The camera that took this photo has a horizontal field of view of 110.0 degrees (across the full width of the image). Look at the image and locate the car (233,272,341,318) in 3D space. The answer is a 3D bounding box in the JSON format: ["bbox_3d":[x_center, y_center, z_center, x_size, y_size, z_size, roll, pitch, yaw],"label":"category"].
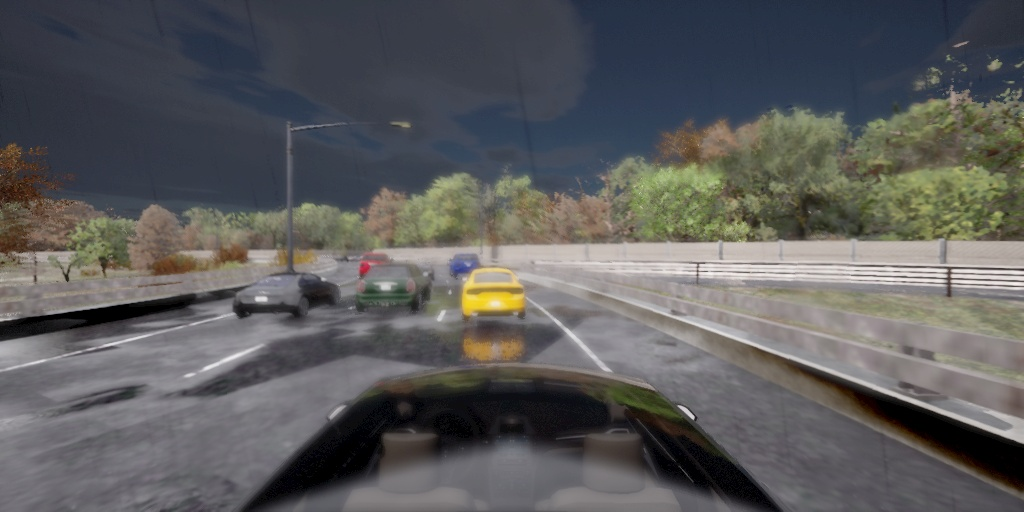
[{"bbox_3d":[-7.756,1.268,12.807,1.994,1.385,4.181,0,0,-6],"label":"car"}]

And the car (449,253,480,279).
[{"bbox_3d":[-4.044,0.811,30.436,2.150,2.045,5.566,0,0,-15],"label":"car"}]

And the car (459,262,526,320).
[{"bbox_3d":[-0.703,1.166,12.432,1.882,1.535,5.008,0,0,-6],"label":"car"}]

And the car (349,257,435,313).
[{"bbox_3d":[-4.383,1.042,13.920,2.097,1.767,4.553,0,0,-6],"label":"car"}]

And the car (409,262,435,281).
[{"bbox_3d":[-7.332,1.207,29.122,1.895,1.301,4.718,0,0,-15],"label":"car"}]

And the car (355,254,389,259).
[{"bbox_3d":[-10.947,0.836,29.182,2.150,2.045,5.566,0,0,-15],"label":"car"}]
